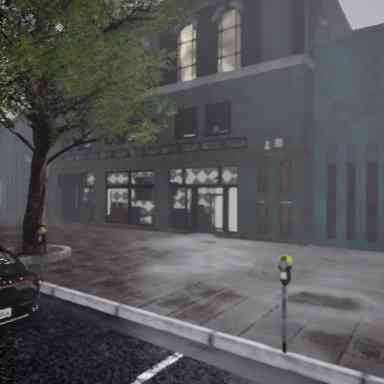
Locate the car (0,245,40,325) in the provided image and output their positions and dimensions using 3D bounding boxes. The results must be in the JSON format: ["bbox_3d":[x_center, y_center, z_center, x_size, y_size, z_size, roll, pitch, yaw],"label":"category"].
[{"bbox_3d":[-4.530,1.538,6.101,4.403,1.369,2.008,0,0,35],"label":"car"}]
